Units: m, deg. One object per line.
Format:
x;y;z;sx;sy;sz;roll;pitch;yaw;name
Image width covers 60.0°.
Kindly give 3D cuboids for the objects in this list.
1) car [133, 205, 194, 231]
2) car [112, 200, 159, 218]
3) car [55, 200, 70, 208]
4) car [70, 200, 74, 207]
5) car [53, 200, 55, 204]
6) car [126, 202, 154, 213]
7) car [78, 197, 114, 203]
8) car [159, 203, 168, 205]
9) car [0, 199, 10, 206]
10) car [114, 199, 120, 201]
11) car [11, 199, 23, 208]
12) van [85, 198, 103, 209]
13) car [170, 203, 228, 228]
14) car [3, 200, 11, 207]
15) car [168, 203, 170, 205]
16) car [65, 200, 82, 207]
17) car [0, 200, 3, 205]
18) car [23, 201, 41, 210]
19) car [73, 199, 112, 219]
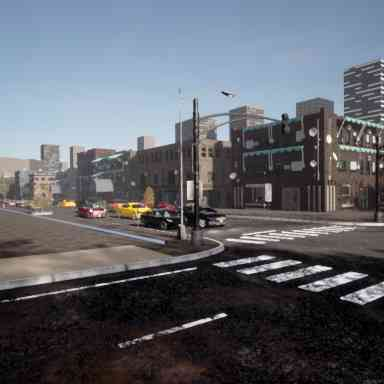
-2.031;1.815;22.974;1.947;1.339;4.313;-2;0;-37;car
-5.529;1.808;32.183;1.882;1.535;5.008;-1;0;-37;car
-22.974;2.142;60.821;1.882;1.535;5.008;-1;-1;-37;car
-20.138;1.940;61.331;2.192;1.841;5.009;-1;0;-37;car
-30.085;2.364;74.625;1.947;1.339;4.313;-1;0;-37;car
-6.860;1.966;43.609;1.802;1.307;4.206;-2;0;-37;car
-12.073;1.677;40.938;2.150;2.045;5.566;-1;-1;-37;car
-3.544;1.904;39.179;1.802;1.307;4.206;-2;0;-37;car
-46.745;2.598;82.891;1.887;1.381;4.507;-1;0;-37;car
-10.089;1.784;43.609;2.097;1.767;4.553;-1;0;-37;car
-33.475;2.376;65.170;2.008;1.369;4.403;-1;0;-37;car
-16.820;1.907;56.901;1.690;1.788;3.998;-1;0;-37;van
0.591;1.719;24.043;1.837;1.490;4.892;-1;0;-34;car
-40.112;2.380;74.030;1.967;1.590;4.097;-1;0;-37;car
-0.227;1.810;34.748;2.008;1.369;4.403;-2;0;-37;car
-23.450;2.228;65.763;1.887;1.381;4.507;-1;0;-37;car
-43.428;2.547;78.461;2.008;1.369;4.403;-1;0;-37;car
-26.738;2.233;56.172;1.752;1.417;4.829;-1;0;-37;car
-10.254;1.847;34.154;1.967;1.590;4.097;-2;0;-37;car
